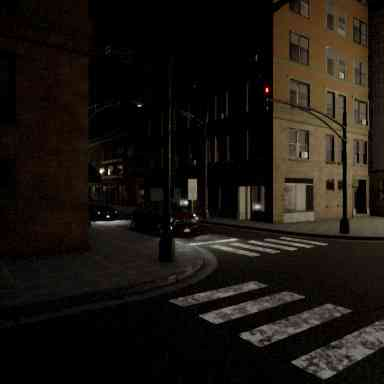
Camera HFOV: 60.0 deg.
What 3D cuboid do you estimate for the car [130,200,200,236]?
[{"bbox_3d":[-1.546,1.269,17.984,2.097,1.767,4.553,0,0,-36],"label":"car"}]

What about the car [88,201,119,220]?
[{"bbox_3d":[-7.696,1.408,26.607,2.033,1.411,5.357,0,0,-35],"label":"car"}]
